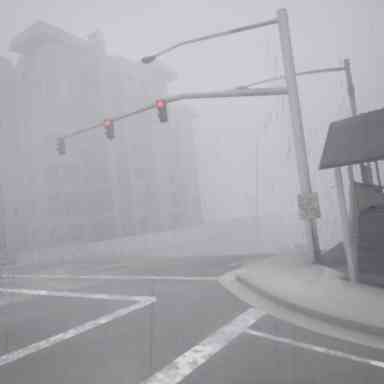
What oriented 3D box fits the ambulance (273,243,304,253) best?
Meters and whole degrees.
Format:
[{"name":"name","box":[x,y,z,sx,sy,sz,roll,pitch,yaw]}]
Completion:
[{"name":"ambulance","box":[12.215,7.828,42.011,2.351,2.431,6.366,-9,-17,34]}]
